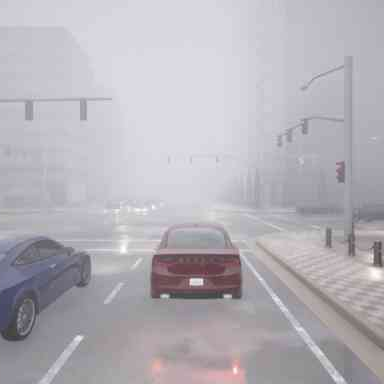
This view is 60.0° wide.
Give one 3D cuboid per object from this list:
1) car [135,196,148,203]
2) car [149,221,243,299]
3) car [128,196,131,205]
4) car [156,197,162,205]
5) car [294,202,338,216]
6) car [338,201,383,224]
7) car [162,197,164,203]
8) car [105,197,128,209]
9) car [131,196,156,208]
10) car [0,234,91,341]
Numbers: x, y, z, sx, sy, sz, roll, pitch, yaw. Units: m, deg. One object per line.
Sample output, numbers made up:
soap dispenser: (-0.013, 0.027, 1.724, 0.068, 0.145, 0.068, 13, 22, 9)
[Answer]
car: (-10.351, 1.562, 68.594, 1.994, 1.385, 4.181, 0, 0, 0)
car: (0.099, 1.477, 8.498, 1.882, 1.535, 5.008, 0, 0, 0)
car: (-10.468, 1.490, 54.788, 2.128, 1.511, 4.902, 0, 0, 0)
car: (-6.952, 1.490, 57.953, 2.128, 1.511, 4.902, 0, 0, 0)
car: (12.051, 1.544, 30.919, 4.718, 1.301, 1.895, 0, 0, 1)
car: (13.327, 1.469, 23.667, 4.674, 1.442, 1.812, 0, 0, 0)
car: (-6.849, 1.598, 68.952, 1.895, 1.301, 4.718, 0, 0, 0)
car: (-10.498, 1.503, 45.561, 1.837, 1.490, 4.892, 0, 0, 0)
car: (-6.990, 1.490, 48.646, 2.128, 1.511, 4.902, 0, 0, 0)
car: (-3.416, 1.526, 6.370, 1.812, 1.442, 4.674, 0, 0, 0)
